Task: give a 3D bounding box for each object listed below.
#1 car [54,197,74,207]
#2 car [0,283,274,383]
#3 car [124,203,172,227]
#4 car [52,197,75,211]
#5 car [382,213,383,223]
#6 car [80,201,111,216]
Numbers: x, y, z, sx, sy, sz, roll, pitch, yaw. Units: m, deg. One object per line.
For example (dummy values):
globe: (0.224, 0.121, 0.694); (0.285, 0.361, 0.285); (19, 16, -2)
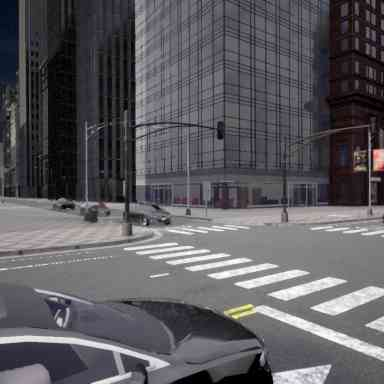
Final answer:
car: (-20.748, 1.615, 53.848); (1.837, 1.490, 4.892); (0, 0, -35)
car: (-1.463, 1.491, 2.394); (4.902, 1.511, 2.128); (0, 0, -36)
car: (-3.206, 1.550, 23.498); (1.837, 1.490, 4.892); (0, 0, -35)
car: (-16.232, 1.695, 41.961); (1.895, 1.301, 4.718); (0, 0, -35)
car: (14.786, 1.357, 22.382); (4.553, 1.767, 2.097); (0, 0, -36)
car: (-9.552, 1.593, 32.524); (1.812, 1.442, 4.674); (0, 0, -35)
